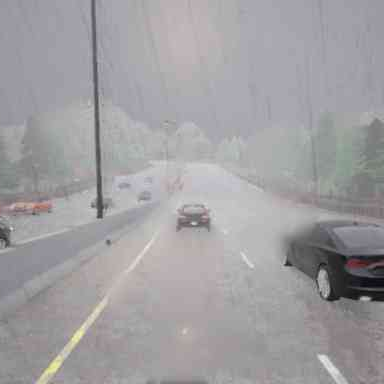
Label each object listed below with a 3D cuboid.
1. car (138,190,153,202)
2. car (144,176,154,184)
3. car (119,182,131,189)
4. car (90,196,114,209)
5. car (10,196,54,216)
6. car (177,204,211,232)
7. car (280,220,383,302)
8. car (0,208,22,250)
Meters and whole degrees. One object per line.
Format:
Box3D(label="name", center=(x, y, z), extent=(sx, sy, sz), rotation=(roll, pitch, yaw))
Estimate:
Box3D(label="car", center=(-7.044, 0.572, 50.477), extent=(1.837, 1.490, 4.892), rotation=(0, 4, 0))
Box3D(label="car", center=(-10.411, -2.972, 80.407), extent=(2.128, 1.511, 4.902), rotation=(0, 7, 0))
Box3D(label="car", center=(-13.975, -1.373, 69.401), extent=(1.895, 1.301, 4.718), rotation=(0, 7, 0))
Box3D(label="car", center=(-10.562, 1.203, 39.416), extent=(1.994, 1.385, 4.181), rotation=(0, 2, 0))
Box3D(label="car", center=(-14.076, 1.137, 29.383), extent=(2.097, 1.767, 4.553), rotation=(0, 1, 0))
Box3D(label="car", center=(0.103, 1.390, 18.880), extent=(1.812, 1.442, 4.674), rotation=(0, 0, 0))
Box3D(label="car", center=(3.602, 1.421, 8.169), extent=(1.882, 1.535, 5.008), rotation=(0, 0, 0))
Box3D(label="car", center=(-7.092, 1.438, 9.452), extent=(1.837, 1.490, 4.892), rotation=(0, 0, 0))
